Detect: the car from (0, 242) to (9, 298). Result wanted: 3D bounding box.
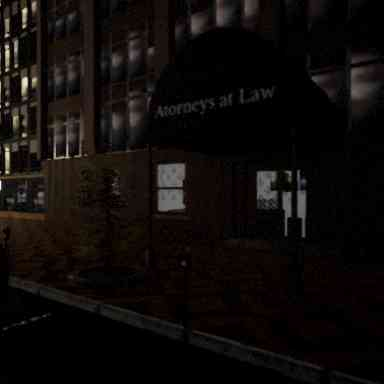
[{"bbox_3d":[-5.718,1.330,6.801,5.009,1.841,2.192,0,0,36],"label":"car"}]
